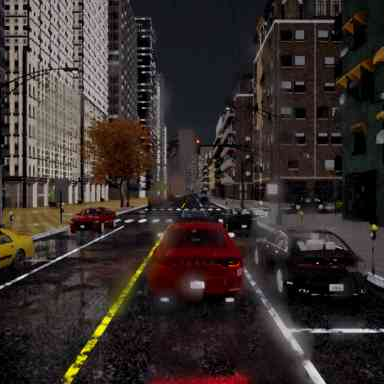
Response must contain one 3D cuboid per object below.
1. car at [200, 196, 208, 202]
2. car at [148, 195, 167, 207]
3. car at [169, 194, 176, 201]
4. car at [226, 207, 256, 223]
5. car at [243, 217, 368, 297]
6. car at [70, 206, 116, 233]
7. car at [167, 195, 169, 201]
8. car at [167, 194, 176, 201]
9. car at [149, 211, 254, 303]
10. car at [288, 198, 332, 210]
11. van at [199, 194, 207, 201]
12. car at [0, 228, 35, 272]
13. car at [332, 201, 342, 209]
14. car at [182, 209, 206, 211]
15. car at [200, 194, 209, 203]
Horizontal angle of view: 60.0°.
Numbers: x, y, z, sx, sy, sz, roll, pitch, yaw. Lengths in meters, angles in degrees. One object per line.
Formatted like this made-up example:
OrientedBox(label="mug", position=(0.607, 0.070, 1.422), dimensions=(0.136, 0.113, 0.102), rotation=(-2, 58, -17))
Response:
OrientedBox(label="car", position=(2.789, 1.597, 79.627), dimensions=(1.752, 1.417, 4.829), rotation=(0, 0, 0))
OrientedBox(label="car", position=(-5.627, 1.348, 51.854), dimensions=(2.192, 1.841, 5.009), rotation=(0, 0, 0))
OrientedBox(label="car", position=(-5.585, 1.648, 84.992), dimensions=(1.947, 1.339, 4.313), rotation=(0, 0, 0))
OrientedBox(label="car", position=(2.713, 1.555, 19.455), dimensions=(2.008, 1.369, 4.403), rotation=(0, 0, 0))
OrientedBox(label="car", position=(2.700, 1.551, 8.389), dimensions=(2.008, 1.369, 4.403), rotation=(0, 0, 0))
OrientedBox(label="car", position=(-5.667, 1.549, 19.466), dimensions=(1.887, 1.381, 4.507), rotation=(0, 0, 0))
OrientedBox(label="car", position=(-5.619, 1.606, 57.377), dimensions=(1.947, 1.339, 4.313), rotation=(0, 0, 0))
OrientedBox(label="car", position=(-5.578, 1.408, 90.514), dimensions=(2.192, 1.841, 5.009), rotation=(0, 0, 0))
OrientedBox(label="car", position=(0.102, 1.478, 8.294), dimensions=(1.882, 1.535, 5.008), rotation=(0, 0, 0))
OrientedBox(label="car", position=(13.475, 1.359, 38.848), dimensions=(4.403, 1.369, 2.008), rotation=(-1, 1, 0))
OrientedBox(label="van", position=(2.796, 1.423, 84.981), dimensions=(1.690, 1.788, 3.998), rotation=(0, 0, 0))
OrientedBox(label="car", position=(-5.681, 1.526, 8.230), dimensions=(1.752, 1.417, 4.829), rotation=(0, 0, 0))
OrientedBox(label="car", position=(18.871, 1.258, 38.895), dimensions=(4.829, 1.417, 1.752), rotation=(-1, 1, 0))
OrientedBox(label="car", position=(0.110, 1.605, 18.385), dimensions=(1.895, 1.301, 4.718), rotation=(0, 0, 0))
OrientedBox(label="car", position=(2.782, 1.629, 73.934), dimensions=(1.947, 1.339, 4.313), rotation=(0, 0, 0))
